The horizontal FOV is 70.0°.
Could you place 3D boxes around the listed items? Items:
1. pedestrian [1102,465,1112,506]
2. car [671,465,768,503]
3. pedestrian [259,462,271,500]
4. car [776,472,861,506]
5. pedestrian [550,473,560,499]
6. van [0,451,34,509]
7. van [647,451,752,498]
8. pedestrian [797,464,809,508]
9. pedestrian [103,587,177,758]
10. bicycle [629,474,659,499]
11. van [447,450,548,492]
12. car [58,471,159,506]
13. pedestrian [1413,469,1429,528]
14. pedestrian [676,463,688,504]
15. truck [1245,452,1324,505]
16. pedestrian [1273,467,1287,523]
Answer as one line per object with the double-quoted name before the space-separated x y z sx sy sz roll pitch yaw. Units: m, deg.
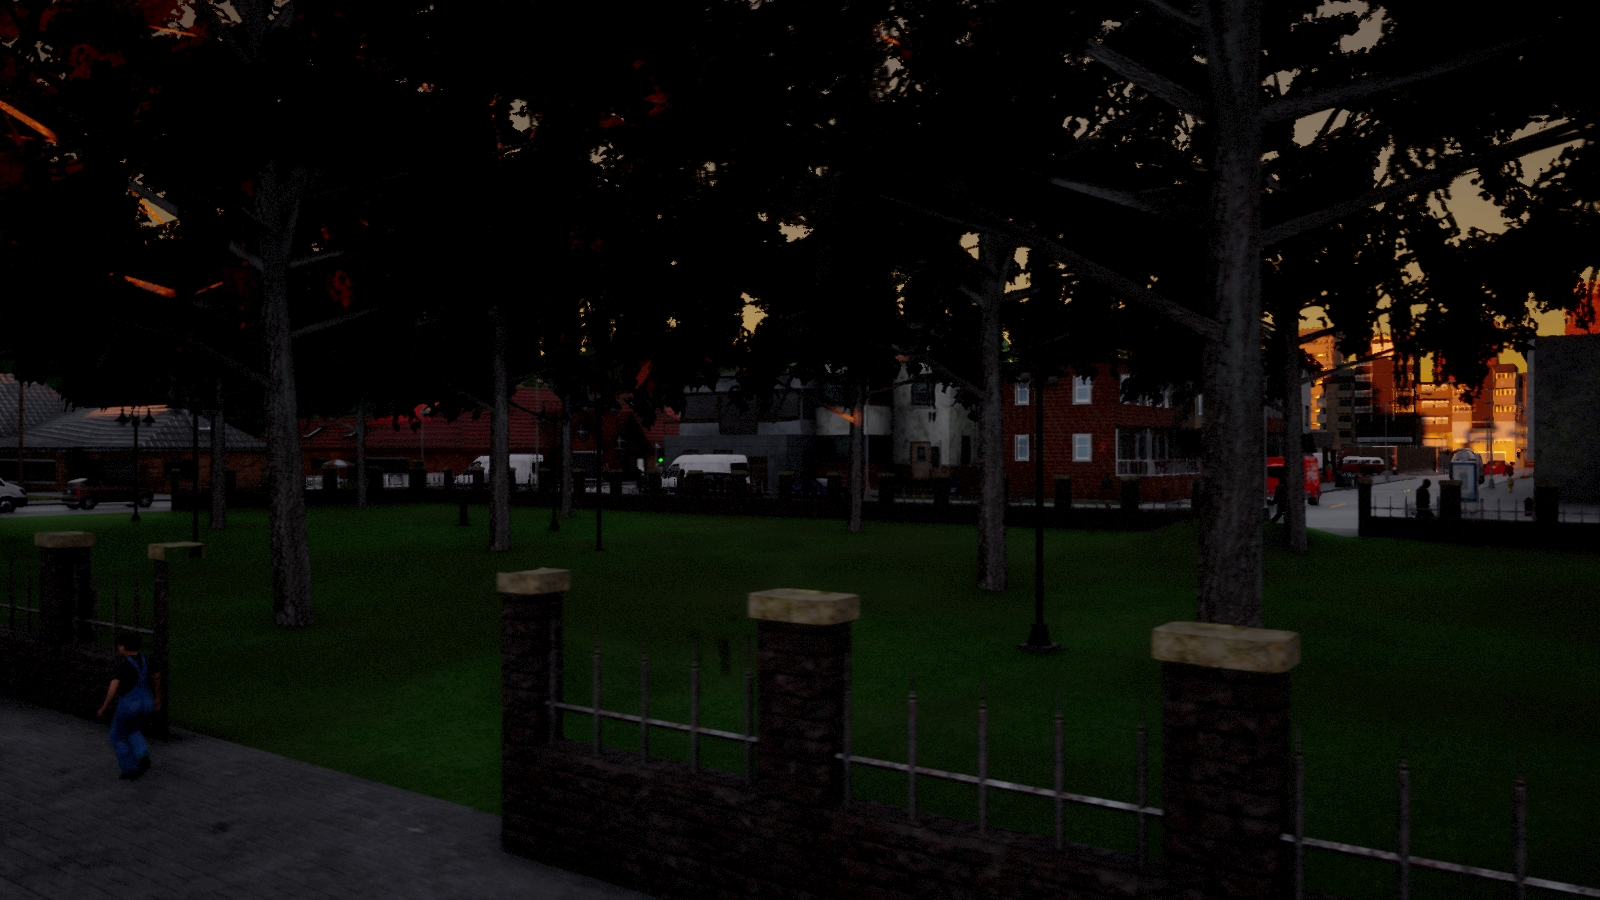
"pedestrian" 14.005 1.628 52.097 0.375 1.860 0.375 0 0 28
"car" -4.074 1.686 57.569 4.553 1.767 2.097 0 0 35
"pedestrian" -26.399 1.524 56.373 0.375 1.860 0.375 0 0 32
"car" 0.870 1.818 54.316 3.633 1.501 1.845 0 0 36
"pedestrian" -12.294 1.804 57.353 0.375 1.300 0.375 0 0 -40
"van" -36.701 1.314 49.124 1.988 2.561 5.915 0 0 36
"van" -5.617 1.314 63.513 5.915 2.561 1.988 0 0 35
"pedestrian" 0.130 1.524 48.205 0.375 1.860 0.375 0 0 29
"pedestrian" -5.412 1.805 9.370 0.375 1.300 0.375 0 0 25
"bicycle" -8.288 1.940 60.595 1.835 1.271 0.329 0 0 35
"van" -18.862 1.314 71.259 5.915 2.561 1.988 0 -1 18
"car" -32.900 1.806 54.443 1.789 1.549 3.705 0 0 35
"pedestrian" 19.702 1.525 36.229 0.375 1.860 0.375 0 0 40
"pedestrian" -5.358 1.525 51.984 0.375 1.860 0.375 0 0 35
"truck" 24.212 1.346 56.995 2.627 2.467 5.204 0 0 35
"pedestrian" 16.364 1.525 38.935 0.375 1.860 0.375 0 0 36
